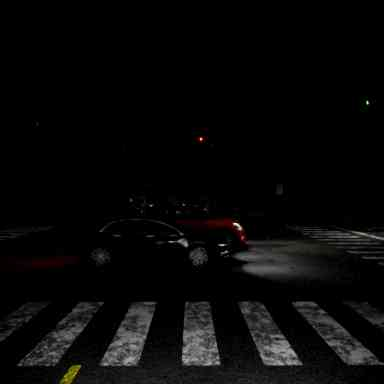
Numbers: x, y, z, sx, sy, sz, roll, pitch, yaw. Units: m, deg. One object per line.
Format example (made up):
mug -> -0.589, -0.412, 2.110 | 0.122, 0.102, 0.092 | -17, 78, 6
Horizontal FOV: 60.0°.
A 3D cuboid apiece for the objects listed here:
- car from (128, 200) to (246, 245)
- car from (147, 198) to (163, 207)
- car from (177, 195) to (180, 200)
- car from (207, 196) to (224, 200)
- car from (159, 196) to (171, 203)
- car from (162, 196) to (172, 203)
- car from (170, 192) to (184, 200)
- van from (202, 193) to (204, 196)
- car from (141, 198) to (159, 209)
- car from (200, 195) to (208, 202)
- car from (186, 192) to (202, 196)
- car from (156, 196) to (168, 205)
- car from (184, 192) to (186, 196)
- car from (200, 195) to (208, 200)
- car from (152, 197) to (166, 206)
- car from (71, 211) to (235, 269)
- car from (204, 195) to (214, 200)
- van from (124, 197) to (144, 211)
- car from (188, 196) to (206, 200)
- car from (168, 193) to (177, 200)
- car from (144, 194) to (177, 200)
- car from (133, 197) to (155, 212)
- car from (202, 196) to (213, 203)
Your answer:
car -> -0.084, 1.354, 13.884 | 4.553, 1.767, 2.097 | 0, 0, 0
car -> -5.548, 1.585, 50.377 | 1.802, 1.307, 4.206 | 0, 0, 0
car -> -2.840, 1.481, 42.009 | 1.882, 1.535, 5.008 | 0, 0, 1
car -> 2.871, 1.442, 33.321 | 1.967, 1.590, 4.097 | 0, 0, 0
car -> -5.441, 1.567, 67.382 | 1.947, 1.339, 4.313 | 0, 0, 0
car -> -5.406, 1.543, 73.049 | 1.887, 1.381, 4.507 | 0, 0, 0
car -> -2.772, 1.225, 52.136 | 2.150, 2.045, 5.566 | 0, 0, 1
van -> 3.013, 1.344, 55.998 | 1.690, 1.788, 3.998 | 0, 0, 0
car -> -5.583, 1.569, 44.709 | 1.947, 1.339, 4.313 | 0, 0, 0
car -> 2.843, 1.453, 79.507 | 1.801, 1.575, 5.366 | 0, 0, 0
car -> 0.402, 1.225, 64.078 | 2.150, 2.045, 5.566 | 0, 0, 1
car -> -5.478, 1.527, 61.543 | 1.752, 1.417, 4.829 | 0, 0, 0
car -> -2.666, 1.354, 62.362 | 2.097, 1.767, 4.553 | 0, 0, 1
car -> 3.226, 1.558, 90.013 | 1.947, 1.339, 4.313 | 0, 0, 0
car -> -5.512, 1.569, 56.045 | 1.947, 1.339, 4.313 | 0, 0, 0
car -> -1.276, 1.507, 10.631 | 4.892, 1.490, 1.837 | 0, 0, 0
car -> 2.942, 1.443, 44.659 | 1.967, 1.590, 4.097 | 0, 0, 0
van -> -5.654, 1.343, 33.372 | 1.690, 1.788, 3.998 | 0, 0, 0
car -> 0.335, 1.567, 39.478 | 1.994, 1.385, 4.181 | 0, 0, 0
car -> -5.299, 1.307, 90.055 | 2.192, 1.841, 5.009 | 0, 0, 0
car -> -2.944, 1.354, 32.071 | 2.097, 1.767, 4.553 | 0, 0, 2
car -> -5.619, 1.443, 39.041 | 1.967, 1.590, 4.097 | 0, 0, 0
car -> 3.084, 1.551, 67.336 | 2.008, 1.369, 4.403 | 0, 0, 0
